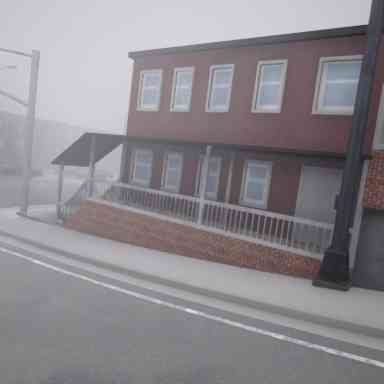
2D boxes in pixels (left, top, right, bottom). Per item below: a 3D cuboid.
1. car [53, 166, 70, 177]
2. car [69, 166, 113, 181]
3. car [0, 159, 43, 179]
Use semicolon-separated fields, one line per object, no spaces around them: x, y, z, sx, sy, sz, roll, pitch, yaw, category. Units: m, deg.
-14.701;-2.665;42.180;2.033;1.411;5.357;11;6;35;car
-11.781;-2.175;40.294;1.837;1.490;4.892;11;6;35;car
-17.422;-2.138;32.486;2.033;1.411;5.357;11;6;37;car
